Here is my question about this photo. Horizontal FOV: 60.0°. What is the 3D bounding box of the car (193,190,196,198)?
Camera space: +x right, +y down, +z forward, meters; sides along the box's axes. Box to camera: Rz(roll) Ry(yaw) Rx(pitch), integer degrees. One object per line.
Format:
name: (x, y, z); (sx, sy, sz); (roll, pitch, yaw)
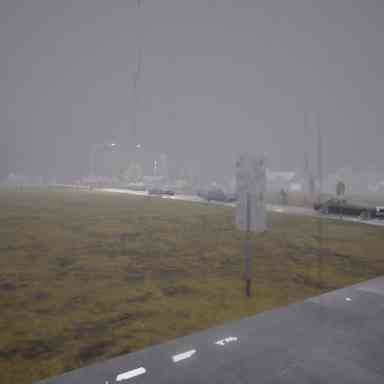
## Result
car: (1.978, 0.062, 39.095); (2.128, 1.511, 4.902); (1, 2, -35)

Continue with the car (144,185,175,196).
car: (-3.881, -0.197, 42.346); (1.994, 1.385, 4.181); (1, 2, -35)

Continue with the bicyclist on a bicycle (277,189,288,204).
bicyclist on a bicycle: (9.251, 0.469, 33.995); (1.656, 1.620, 0.582); (0, 2, -35)

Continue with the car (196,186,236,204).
car: (3.038, 0.374, 32.437); (2.033, 1.411, 5.357); (1, 2, -35)

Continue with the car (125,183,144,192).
car: (-9.354, -0.815, 55.247); (2.033, 1.411, 5.357); (1, 2, -35)

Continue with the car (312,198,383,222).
car: (10.340, 1.069, 21.608); (1.895, 1.301, 4.718); (1, 2, -32)
